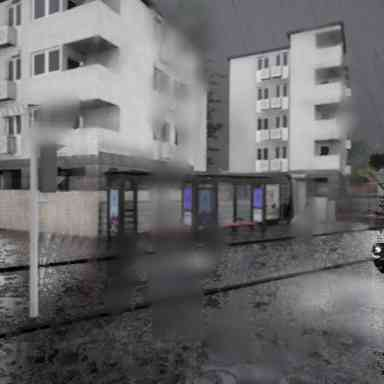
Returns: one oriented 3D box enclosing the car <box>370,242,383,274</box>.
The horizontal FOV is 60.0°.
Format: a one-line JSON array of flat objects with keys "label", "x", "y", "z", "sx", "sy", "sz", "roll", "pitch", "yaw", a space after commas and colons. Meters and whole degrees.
[{"label": "car", "x": 6.929, "y": 1.562, "z": 9.054, "sx": 4.718, "sy": 1.301, "sz": 1.895, "roll": 0, "pitch": 1, "yaw": -33}]
